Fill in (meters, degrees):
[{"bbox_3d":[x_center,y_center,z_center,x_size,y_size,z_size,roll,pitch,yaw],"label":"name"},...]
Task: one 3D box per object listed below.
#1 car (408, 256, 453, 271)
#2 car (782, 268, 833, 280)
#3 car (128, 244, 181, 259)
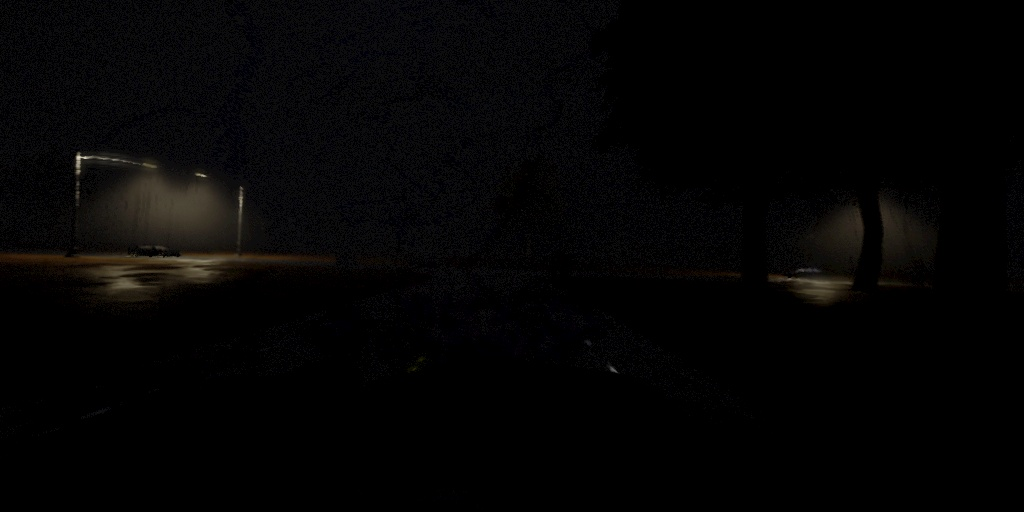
[{"bbox_3d":[-9.133,0.774,40.171,4.902,1.511,2.128,3,1,1],"label":"car"},{"bbox_3d":[37.983,2.268,46.125,5.357,1.411,2.033,1,0,1],"label":"car"},{"bbox_3d":[-40.603,-0.538,40.814,5.008,1.535,1.882,2,0,2],"label":"car"}]
